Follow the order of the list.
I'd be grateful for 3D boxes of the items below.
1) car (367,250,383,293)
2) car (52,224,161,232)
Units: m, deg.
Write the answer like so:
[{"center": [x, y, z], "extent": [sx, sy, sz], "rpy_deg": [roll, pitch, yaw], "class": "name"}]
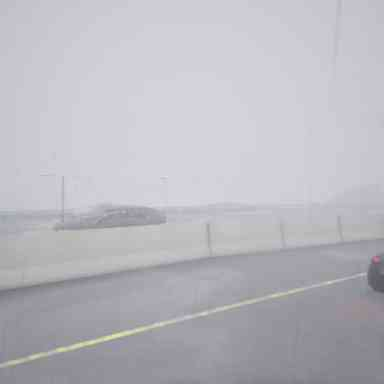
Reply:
[{"center": [5.862, 1.553, 7.467], "extent": [4.181, 1.385, 1.994], "rpy_deg": [0, 0, -32], "class": "car"}, {"center": [-3.439, 1.462, 14.207], "extent": [4.902, 1.511, 2.128], "rpy_deg": [0, 0, -33], "class": "car"}]
